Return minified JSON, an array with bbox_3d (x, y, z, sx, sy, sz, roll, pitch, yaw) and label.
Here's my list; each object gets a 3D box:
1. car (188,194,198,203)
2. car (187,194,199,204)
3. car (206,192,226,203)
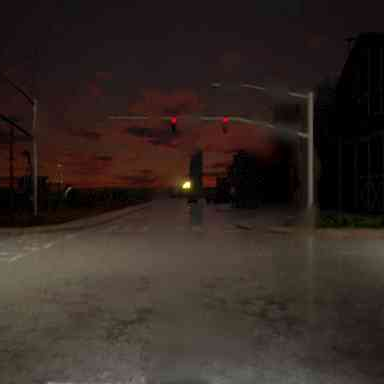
[{"bbox_3d":[0.170,1.229,67.636,2.097,1.767,4.553,0,0,0],"label":"car"},{"bbox_3d":[0.187,1.390,57.897,2.033,1.411,5.357,0,-1,1],"label":"car"},{"bbox_3d":[4.314,1.035,60.198,1.905,1.878,3.866,-8,4,-42],"label":"car"}]
